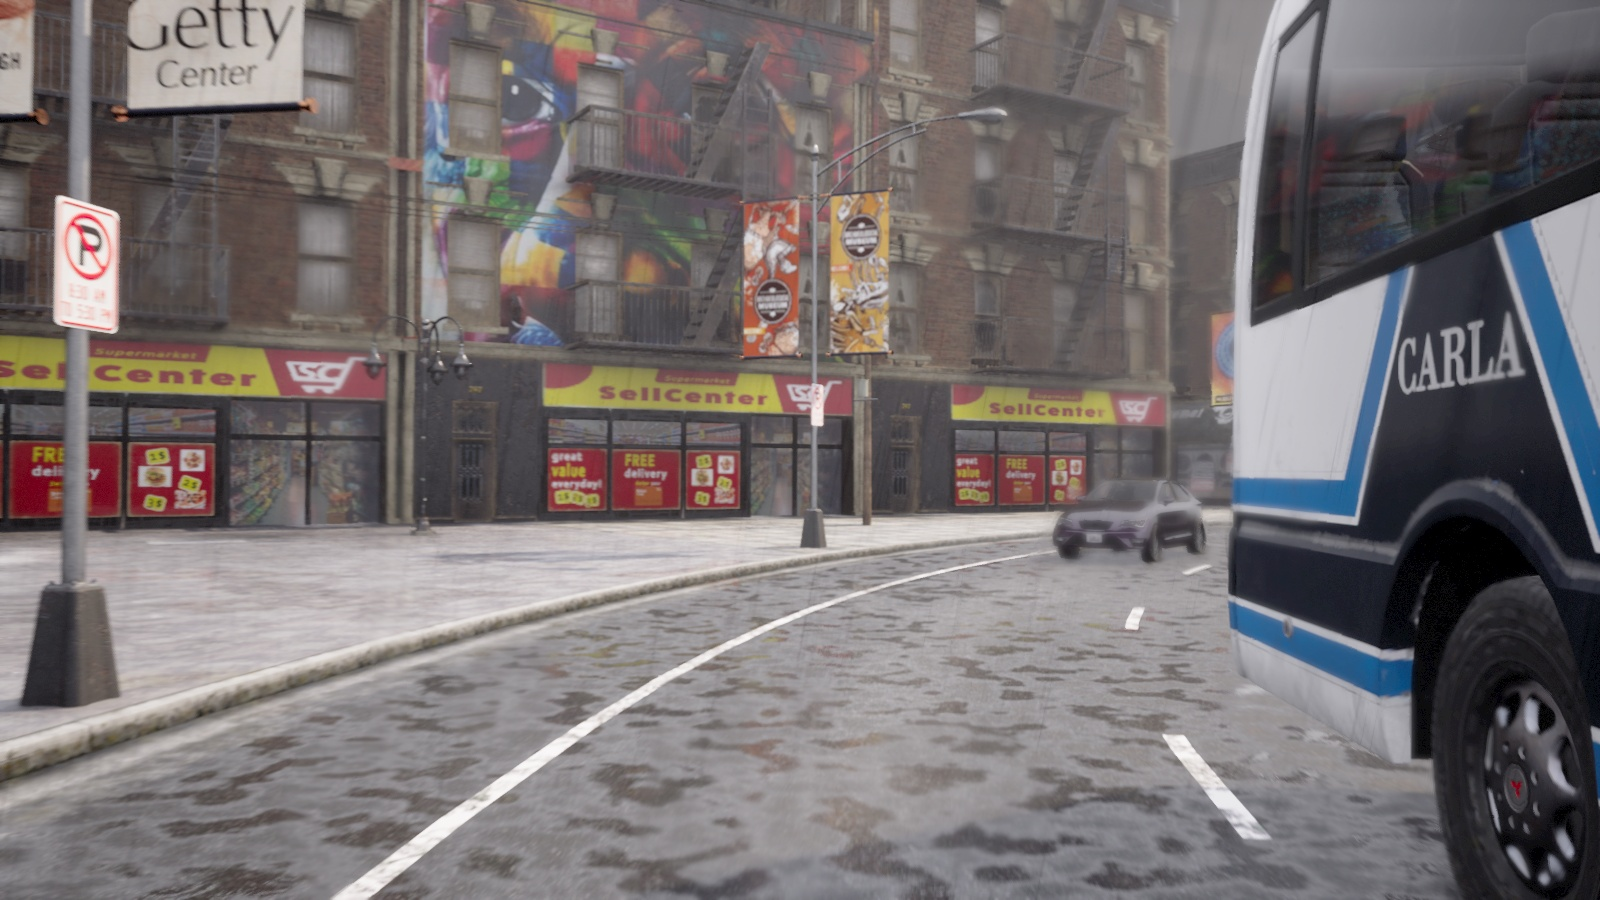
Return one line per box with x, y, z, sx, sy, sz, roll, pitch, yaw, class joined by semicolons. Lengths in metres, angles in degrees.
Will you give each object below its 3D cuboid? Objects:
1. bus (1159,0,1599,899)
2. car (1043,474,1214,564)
3.435;-0.555;1.053;3.944;4.253;10.273;0;-1;4;bus
6.169;1.198;23.234;1.816;1.474;4.193;-1;-1;33;car
